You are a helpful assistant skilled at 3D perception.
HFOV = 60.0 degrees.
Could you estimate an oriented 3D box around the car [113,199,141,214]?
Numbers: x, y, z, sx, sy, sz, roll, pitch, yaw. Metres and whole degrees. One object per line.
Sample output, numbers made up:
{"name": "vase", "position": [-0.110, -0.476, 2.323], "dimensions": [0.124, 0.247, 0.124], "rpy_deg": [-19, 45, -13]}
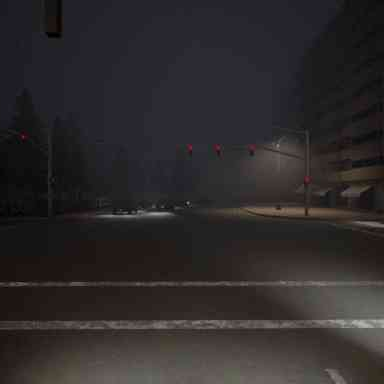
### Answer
{"name": "car", "position": [-6.955, 1.526, 35.051], "dimensions": [1.812, 1.442, 4.674], "rpy_deg": [0, 0, 2]}

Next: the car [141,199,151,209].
{"name": "car", "position": [-6.410, 1.601, 44.129], "dimensions": [1.895, 1.301, 4.718], "rpy_deg": [0, 0, 6]}

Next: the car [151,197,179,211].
{"name": "car", "position": [-3.219, 1.491, 40.634], "dimensions": [2.128, 1.511, 4.902], "rpy_deg": [0, 0, 4]}

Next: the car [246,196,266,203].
{"name": "car", "position": [13.138, 1.477, 68.040], "dimensions": [5.008, 1.535, 1.882], "rpy_deg": [0, 0, -41]}

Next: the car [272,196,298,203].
{"name": "car", "position": [18.502, 1.478, 67.553], "dimensions": [5.008, 1.535, 1.882], "rpy_deg": [0, 0, -33]}

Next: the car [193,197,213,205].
{"name": "car", "position": [1.993, 1.601, 59.603], "dimensions": [1.895, 1.301, 4.718], "rpy_deg": [0, 0, 31]}

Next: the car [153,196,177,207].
{"name": "car", "position": [-4.283, 1.491, 53.972], "dimensions": [2.128, 1.511, 4.902], "rpy_deg": [0, 0, 20]}

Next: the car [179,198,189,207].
{"name": "car", "position": [-1.905, 1.547, 50.363], "dimensions": [2.033, 1.411, 5.357], "rpy_deg": [0, 0, 15]}
